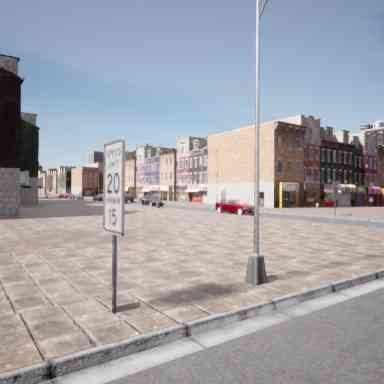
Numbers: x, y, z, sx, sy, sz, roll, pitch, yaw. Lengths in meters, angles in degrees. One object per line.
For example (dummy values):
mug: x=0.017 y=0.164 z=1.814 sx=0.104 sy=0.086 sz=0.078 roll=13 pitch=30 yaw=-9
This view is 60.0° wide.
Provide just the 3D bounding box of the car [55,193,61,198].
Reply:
car: x=-30.842 y=0.893 z=80.326 sx=1.887 sy=1.381 sz=4.507 roll=1 pitch=0 yaw=-35

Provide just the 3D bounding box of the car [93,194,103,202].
car: x=-16.012 y=1.041 z=58.673 sx=1.812 sy=1.442 sz=4.674 roll=1 pitch=0 yaw=-35

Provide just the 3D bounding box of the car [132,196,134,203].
car: x=-11.772 y=1.074 z=57.912 sx=1.837 sy=1.490 sz=4.892 roll=1 pitch=0 yaw=-35

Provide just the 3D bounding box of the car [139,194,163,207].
car: x=-5.469 y=1.230 z=44.439 sx=1.947 sy=1.339 sz=4.313 roll=1 pitch=0 yaw=-35

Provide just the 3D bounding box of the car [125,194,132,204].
car: x=-11.963 y=1.047 z=52.962 sx=1.882 sy=1.535 sz=5.008 roll=1 pitch=0 yaw=-35

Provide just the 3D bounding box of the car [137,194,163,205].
car: x=-6.366 y=1.149 z=50.356 sx=1.837 sy=1.490 sz=4.892 roll=1 pitch=0 yaw=-35

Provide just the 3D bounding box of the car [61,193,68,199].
car: x=-27.670 y=0.925 z=75.839 sx=1.887 sy=1.381 sz=4.507 roll=1 pitch=0 yaw=-35

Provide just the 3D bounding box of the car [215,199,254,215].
car: x=4.046 y=1.368 z=30.982 sx=1.887 sy=1.381 sz=4.507 roll=1 pitch=0 yaw=-35

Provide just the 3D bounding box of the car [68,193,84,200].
car: x=-24.499 y=0.966 z=71.353 sx=2.008 sy=1.369 sz=4.403 roll=1 pitch=0 yaw=-35
